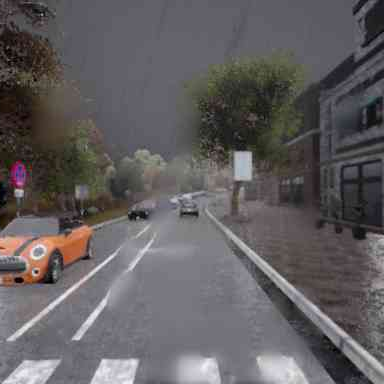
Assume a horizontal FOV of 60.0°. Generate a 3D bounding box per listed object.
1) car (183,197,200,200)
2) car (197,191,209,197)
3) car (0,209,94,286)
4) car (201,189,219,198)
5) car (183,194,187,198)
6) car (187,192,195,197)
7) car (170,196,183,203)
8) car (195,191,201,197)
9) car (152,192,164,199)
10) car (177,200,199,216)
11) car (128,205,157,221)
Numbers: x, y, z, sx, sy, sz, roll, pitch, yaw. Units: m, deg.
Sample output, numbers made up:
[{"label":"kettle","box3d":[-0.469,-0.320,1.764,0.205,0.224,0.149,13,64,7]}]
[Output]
[{"label":"car","box3d":[0.097,1.940,54.256,2.033,1.411,5.357,0,0,3]},{"label":"car","box3d":[3.095,0.476,92.327,2.097,1.535,5.008,0,3,17]},{"label":"car","box3d":[-4.454,1.433,9.776,2.097,1.767,4.553,0,0,-1]},{"label":"car","box3d":[4.672,0.795,84.825,2.033,1.411,5.357,0,2,15]},{"label":"car","box3d":[-2.844,1.618,64.199,2.097,1.535,5.008,1,3,9]},{"label":"car","box3d":[-1.235,1.270,74.605,2.002,1.452,4.674,-1,2,11]},{"label":"car","box3d":[-3.283,1.910,58.078,2.002,1.452,4.674,-2,2,3]},{"label":"car","box3d":[0.019,0.985,80.704,2.097,1.535,5.008,-1,3,13]},{"label":"car","box3d":[-7.973,0.783,78.321,2.097,1.767,4.553,0,2,5]},{"label":"car","box3d":[-0.289,1.824,35.767,1.994,1.385,4.181,0,0,0]},{"label":"car","box3d":[-4.404,1.857,29.845,1.895,1.301,4.718,0,0,2]}]
